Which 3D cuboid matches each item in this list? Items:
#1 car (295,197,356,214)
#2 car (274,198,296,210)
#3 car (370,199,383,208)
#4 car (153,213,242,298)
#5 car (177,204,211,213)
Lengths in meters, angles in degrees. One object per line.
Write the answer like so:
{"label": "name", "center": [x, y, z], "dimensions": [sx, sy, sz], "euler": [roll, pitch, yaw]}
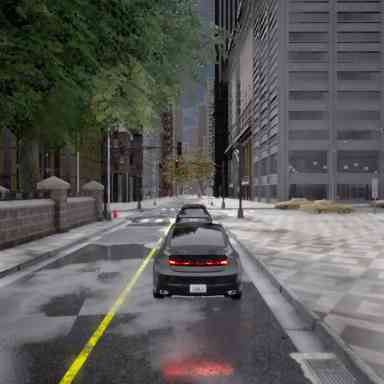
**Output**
{"label": "car", "center": [12.411, 1.343, 30.527], "dimensions": [4.829, 1.417, 1.752], "euler": [-1, 1, 0]}
{"label": "car", "center": [12.111, 1.330, 39.054], "dimensions": [4.829, 1.417, 1.752], "euler": [-1, 1, 0]}
{"label": "car", "center": [23.452, 1.146, 38.988], "dimensions": [4.829, 1.417, 1.752], "euler": [-1, 1, 0]}
{"label": "car", "center": [0.114, 1.508, 8.471], "dimensions": [1.837, 1.490, 4.892], "euler": [0, 0, 0]}
{"label": "car", "center": [0.101, 1.441, 18.601], "dimensions": [2.033, 1.649, 4.856], "euler": [0, 0, 1]}
